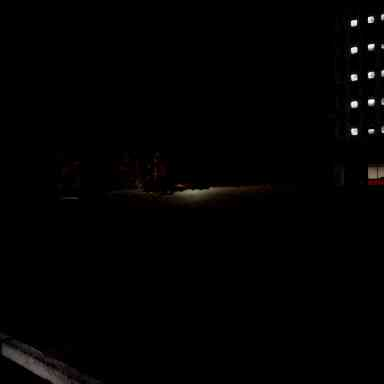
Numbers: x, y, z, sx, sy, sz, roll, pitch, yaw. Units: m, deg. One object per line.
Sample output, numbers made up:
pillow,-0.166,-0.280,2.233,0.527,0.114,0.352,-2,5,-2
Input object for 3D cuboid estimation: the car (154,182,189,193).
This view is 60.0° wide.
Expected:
car,-3.241,-0.592,53.731,2.033,1.411,5.357,0,2,30

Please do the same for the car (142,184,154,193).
car,-6.020,-0.584,55.419,2.033,1.411,5.357,0,2,30

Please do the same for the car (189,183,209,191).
car,1.537,-0.965,62.228,1.895,1.301,4.718,0,2,29

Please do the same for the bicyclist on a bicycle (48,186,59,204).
bicyclist on a bicycle,-12.661,0.252,30.264,1.656,1.620,0.582,-1,2,33

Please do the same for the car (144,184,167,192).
car,-6.602,-0.759,60.999,1.812,1.442,4.674,0,2,30

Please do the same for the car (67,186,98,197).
car,-15.248,-0.046,46.604,1.812,1.442,4.674,0,2,32

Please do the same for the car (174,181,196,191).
car,-1.339,-1.200,63.743,2.097,1.767,4.553,0,2,29
